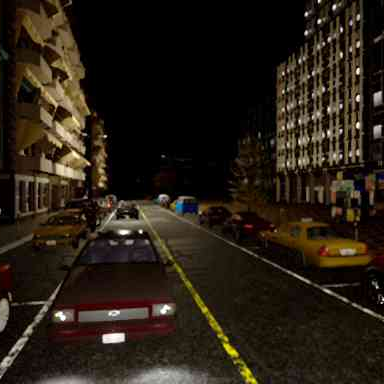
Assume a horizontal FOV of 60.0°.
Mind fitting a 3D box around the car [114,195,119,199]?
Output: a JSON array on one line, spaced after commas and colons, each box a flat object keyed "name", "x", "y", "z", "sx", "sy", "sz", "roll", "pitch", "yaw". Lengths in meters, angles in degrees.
[{"name": "car", "x": -11.819, "y": 1.569, "z": 47.203, "sx": 1.887, "sy": 1.381, "sz": 4.507, "roll": 0, "pitch": 0, "yaw": -11}]

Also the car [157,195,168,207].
[{"name": "car", "x": -3.588, "y": 1.466, "z": 48.773, "sx": 1.967, "sy": 1.590, "sz": 4.097, "roll": 0, "pitch": 0, "yaw": -11}]

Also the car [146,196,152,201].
[{"name": "car", "x": -11.870, "y": 1.637, "z": 92.203, "sx": 1.887, "sy": 1.381, "sz": 4.507, "roll": 0, "pitch": 0, "yaw": -11}]

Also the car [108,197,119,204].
[{"name": "car", "x": -14.925, "y": 1.627, "z": 63.489, "sx": 1.802, "sy": 1.307, "sz": 4.206, "roll": 0, "pitch": 0, "yaw": -11}]

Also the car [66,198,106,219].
[{"name": "car", "x": -6.645, "y": 1.319, "z": 20.059, "sx": 2.192, "sy": 1.841, "sz": 5.009, "roll": 0, "pitch": 0, "yaw": -11}]

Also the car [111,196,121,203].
[{"name": "car", "x": -16.996, "y": 1.627, "z": 74.347, "sx": 1.947, "sy": 1.339, "sz": 4.313, "roll": 0, "pitch": 0, "yaw": -11}]

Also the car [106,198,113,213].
[{"name": "car", "x": -8.713, "y": 1.560, "z": 30.917, "sx": 2.008, "sy": 1.369, "sz": 4.403, "roll": 0, "pitch": 0, "yaw": -11}]

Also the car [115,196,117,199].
[{"name": "car", "x": -10.784, "y": 1.584, "z": 41.774, "sx": 1.947, "sy": 1.339, "sz": 4.313, "roll": 0, "pitch": 0, "yaw": -11}]

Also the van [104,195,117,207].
[{"name": "van", "x": -12.856, "y": 1.372, "z": 52.632, "sx": 1.690, "sy": 1.788, "sz": 3.998, "roll": 0, "pitch": 0, "yaw": -11}]

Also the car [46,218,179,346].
[{"name": "car", "x": -1.512, "y": 1.548, "z": 7.029, "sx": 2.033, "sy": 1.411, "sz": 5.357, "roll": 0, "pitch": 0, "yaw": -10}]

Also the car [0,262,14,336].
[{"name": "car", "x": -3.537, "y": 1.545, "z": 3.773, "sx": 1.887, "sy": 1.381, "sz": 4.507, "roll": 0, "pitch": 0, "yaw": -11}]

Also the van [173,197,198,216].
[{"name": "van", "x": -0.483, "y": 1.352, "z": 32.486, "sx": 1.690, "sy": 1.788, "sz": 3.998, "roll": 0, "pitch": 0, "yaw": -11}]

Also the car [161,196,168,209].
[{"name": "car", "x": -2.552, "y": 1.585, "z": 43.344, "sx": 1.947, "sy": 1.339, "sz": 4.313, "roll": 0, "pitch": 0, "yaw": -11}]

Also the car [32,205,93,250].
[{"name": "car", "x": -5.576, "y": 1.527, "z": 14.464, "sx": 1.752, "sy": 1.417, "sz": 4.829, "roll": 0, "pitch": 0, "yaw": -11}]

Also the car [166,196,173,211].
[{"name": "car", "x": -1.549, "y": 1.540, "z": 38.081, "sx": 1.752, "sy": 1.417, "sz": 4.829, "roll": 0, "pitch": 0, "yaw": -11}]

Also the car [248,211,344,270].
[{"name": "car", "x": 3.627, "y": 1.527, "z": 10.938, "sx": 1.752, "sy": 1.417, "sz": 4.829, "roll": 0, "pitch": 0, "yaw": -11}]

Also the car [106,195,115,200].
[{"name": "car", "x": -9.749, "y": 1.454, "z": 36.345, "sx": 1.967, "sy": 1.590, "sz": 4.097, "roll": 0, "pitch": 0, "yaw": -11}]

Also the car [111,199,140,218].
[{"name": "car", "x": -5.398, "y": 1.554, "z": 27.928, "sx": 2.033, "sy": 1.411, "sz": 5.357, "roll": 0, "pitch": 0, "yaw": -11}]

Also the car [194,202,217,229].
[{"name": "car", "x": 1.589, "y": 1.587, "z": 21.628, "sx": 1.802, "sy": 1.307, "sz": 4.206, "roll": 0, "pitch": 0, "yaw": -11}]

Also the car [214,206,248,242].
[{"name": "car", "x": 2.624, "y": 1.585, "z": 16.200, "sx": 1.802, "sy": 1.307, "sz": 4.206, "roll": 0, "pitch": 0, "yaw": -11}]

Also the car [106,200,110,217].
[{"name": "car", "x": -7.678, "y": 1.557, "z": 25.488, "sx": 2.008, "sy": 1.369, "sz": 4.403, "roll": 0, "pitch": 0, "yaw": -11}]

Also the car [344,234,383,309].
[{"name": "car", "x": 4.694, "y": 1.441, "z": 5.342, "sx": 1.967, "sy": 1.590, "sz": 4.097, "roll": 0, "pitch": 0, "yaw": -11}]

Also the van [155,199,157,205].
[{"name": "van", "x": -4.625, "y": 1.373, "z": 54.202, "sx": 1.690, "sy": 1.788, "sz": 3.998, "roll": 0, "pitch": 0, "yaw": -11}]
